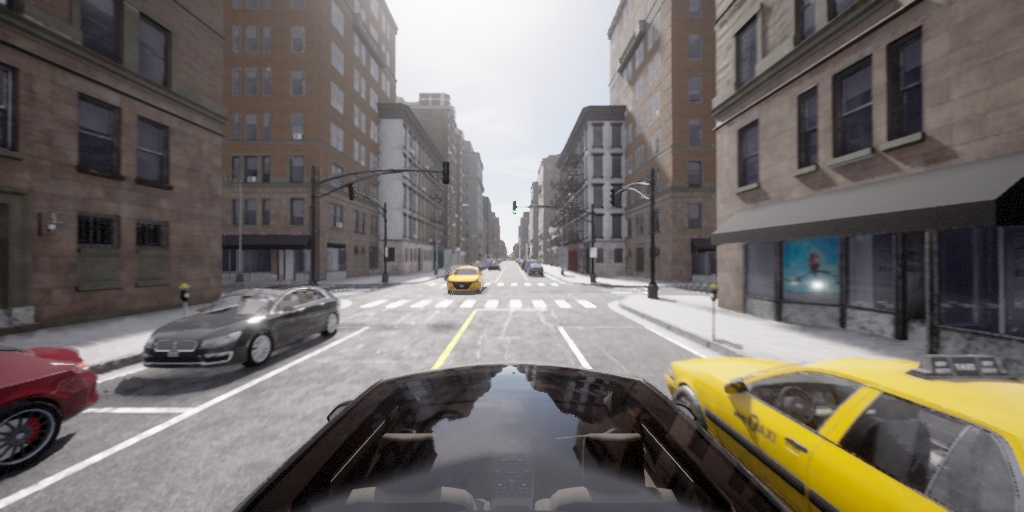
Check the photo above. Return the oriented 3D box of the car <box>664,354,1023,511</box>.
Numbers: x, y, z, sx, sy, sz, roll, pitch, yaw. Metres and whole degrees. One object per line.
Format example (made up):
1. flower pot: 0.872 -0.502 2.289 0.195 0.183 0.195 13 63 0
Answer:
1. car: 2.637 1.278 2.376 1.751 1.417 4.829 0 0 0

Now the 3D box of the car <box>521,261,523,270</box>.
1. car: 2.626 1.639 50.981 1.802 1.307 4.207 0 0 0

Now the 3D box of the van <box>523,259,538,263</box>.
1. van: 2.626 1.364 45.575 1.690 1.789 3.998 0 0 0

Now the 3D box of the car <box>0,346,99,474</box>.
1. car: -5.388 1.335 2.202 1.802 1.307 4.207 0 0 0

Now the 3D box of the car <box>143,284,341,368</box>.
1. car: -5.390 1.340 7.884 2.007 1.370 4.403 0 0 0

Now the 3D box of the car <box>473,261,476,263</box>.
1. car: -5.407 1.516 39.996 1.751 1.417 4.829 0 0 0

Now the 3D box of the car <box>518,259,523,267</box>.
1. car: 2.626 1.440 61.794 2.192 1.841 5.009 0 0 0

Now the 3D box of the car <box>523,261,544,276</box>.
1. car: 2.627 1.540 40.169 2.007 1.370 4.403 0 0 0

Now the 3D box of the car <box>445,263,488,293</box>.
1. car: -2.754 1.387 22.130 1.882 1.535 5.008 0 0 0

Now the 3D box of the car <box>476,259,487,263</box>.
1. car: -5.428 1.531 56.384 1.967 1.591 4.097 0 0 0

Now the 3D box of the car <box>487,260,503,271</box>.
1. car: -2.769 1.699 56.641 1.895 1.301 4.718 0 0 0
